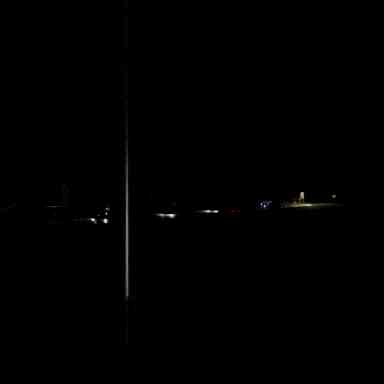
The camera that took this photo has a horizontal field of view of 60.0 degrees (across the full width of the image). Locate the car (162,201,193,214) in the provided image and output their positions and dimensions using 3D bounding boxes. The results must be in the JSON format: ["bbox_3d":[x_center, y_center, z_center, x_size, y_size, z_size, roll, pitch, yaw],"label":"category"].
[{"bbox_3d":[-1.683,1.865,40.823,1.812,1.442,4.674,-1,-1,35],"label":"car"}]

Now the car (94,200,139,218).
[{"bbox_3d":[-7.368,1.599,32.661,2.097,1.767,4.553,-1,-1,35],"label":"car"}]

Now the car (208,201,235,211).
[{"bbox_3d":[4.086,1.994,49.053,1.994,1.385,4.181,-1,-1,35],"label":"car"}]

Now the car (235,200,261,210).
[{"bbox_3d":[7.800,1.914,49.389,2.128,1.511,4.902,-1,-1,35],"label":"car"}]

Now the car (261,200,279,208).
[{"bbox_3d":[13.493,2.112,57.656,1.895,1.301,4.718,-1,-1,35],"label":"car"}]

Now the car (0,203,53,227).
[{"bbox_3d":[-12.885,1.634,24.726,1.882,1.535,5.008,-1,-1,35],"label":"car"}]
